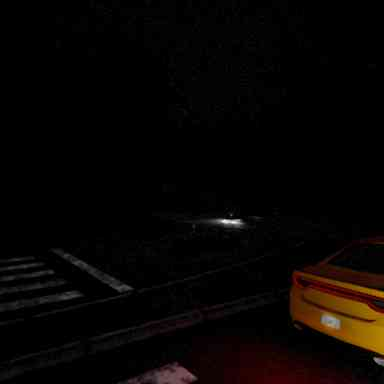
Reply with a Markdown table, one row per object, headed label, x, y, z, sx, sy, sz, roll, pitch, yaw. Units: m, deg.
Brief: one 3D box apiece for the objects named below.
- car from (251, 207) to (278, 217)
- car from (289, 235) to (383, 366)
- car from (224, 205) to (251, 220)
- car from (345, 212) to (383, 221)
| label | x | y | z | sx | sy | sz | roll | pitch | yaw |
| --- | --- | --- | --- | --- | --- | --- | --- | --- | --- |
| car | 10.785 | 2.944 | 49.942 | 4.892 | 1.490 | 1.837 | 4 | -3 | -31 |
| car | 3.786 | 1.449 | 5.422 | 5.008 | 1.535 | 1.882 | 0 | 0 | -33 |
| car | 4.802 | 2.237 | 36.832 | 2.128 | 1.511 | 4.902 | 2 | -2 | 17 |
| car | 25.584 | 3.703 | 49.775 | 4.718 | 1.301 | 1.895 | 2 | -2 | 13 |
